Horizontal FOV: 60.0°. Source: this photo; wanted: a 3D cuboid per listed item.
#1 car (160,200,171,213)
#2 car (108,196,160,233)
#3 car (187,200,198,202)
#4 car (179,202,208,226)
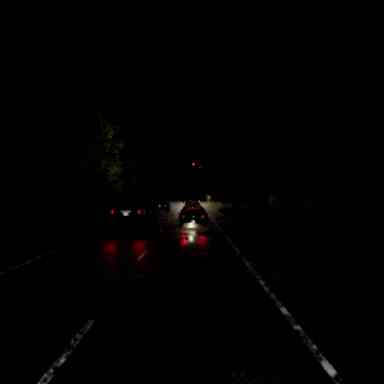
[{"bbox_3d":[-3.437,1.554,37.658,2.033,1.411,5.357,0,0,0],"label":"car"},{"bbox_3d":[-3.422,1.228,19.838,2.150,2.045,5.566,0,0,0],"label":"car"},{"bbox_3d":[0.067,1.571,36.141,1.994,1.385,4.181,0,0,0],"label":"car"},{"bbox_3d":[0.076,1.606,23.330,1.895,1.301,4.718,0,0,0],"label":"car"}]
